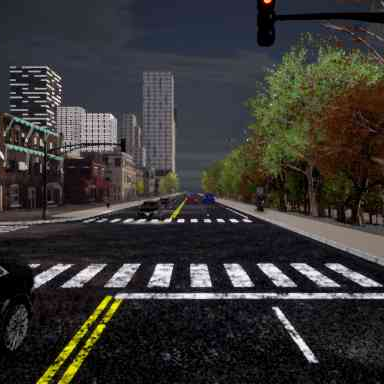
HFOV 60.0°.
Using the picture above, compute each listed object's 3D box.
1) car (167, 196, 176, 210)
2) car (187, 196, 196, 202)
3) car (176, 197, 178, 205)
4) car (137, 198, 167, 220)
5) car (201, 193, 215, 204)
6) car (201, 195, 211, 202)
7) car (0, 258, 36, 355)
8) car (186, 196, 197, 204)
[{"bbox_3d":[-3.448,1.491,42.412,1.837,1.490,4.892,0,0,0],"label":"car"},{"bbox_3d":[-0.172,1.523,74.151,1.994,1.385,4.181,0,0,0],"label":"car"},{"bbox_3d":[-3.465,1.471,58.098,2.128,1.511,4.902,0,0,0],"label":"car"},{"bbox_3d":[-3.416,1.496,27.944,1.837,1.490,4.892,0,0,0],"label":"car"},{"bbox_3d":[3.200,1.197,63.818,2.150,2.045,5.566,0,0,0],"label":"car"},{"bbox_3d":[3.072,1.447,74.393,1.882,1.535,5.008,0,0,0],"label":"car"},{"bbox_3d":[-3.358,1.491,3.273,2.128,1.511,4.902,0,0,0],"label":"car"},{"bbox_3d":[-0.043,1.539,64.199,1.994,1.385,4.181,0,0,-1],"label":"car"}]
